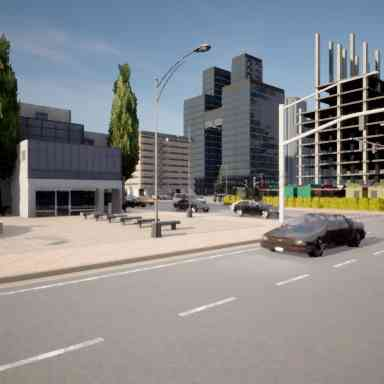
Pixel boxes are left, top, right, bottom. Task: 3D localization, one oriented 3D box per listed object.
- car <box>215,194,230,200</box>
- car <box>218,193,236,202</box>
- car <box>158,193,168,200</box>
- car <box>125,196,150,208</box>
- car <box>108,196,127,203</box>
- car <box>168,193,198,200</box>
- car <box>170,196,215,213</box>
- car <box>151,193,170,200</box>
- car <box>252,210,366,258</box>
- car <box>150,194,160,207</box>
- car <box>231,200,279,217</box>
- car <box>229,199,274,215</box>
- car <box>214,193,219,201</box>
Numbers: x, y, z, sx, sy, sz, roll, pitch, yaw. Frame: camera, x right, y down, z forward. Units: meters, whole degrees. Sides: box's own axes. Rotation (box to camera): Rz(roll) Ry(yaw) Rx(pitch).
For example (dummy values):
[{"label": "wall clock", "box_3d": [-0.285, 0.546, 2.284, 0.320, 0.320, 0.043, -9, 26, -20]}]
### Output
[{"label": "car", "box_3d": [8.692, 1.395, 94.193, 3.806, 1.475, 1.970, 0, 0, -40]}, {"label": "car", "box_3d": [7.941, 1.395, 67.807, 3.806, 1.475, 1.970, 0, 0, -40]}, {"label": "car", "box_3d": [-6.472, 1.156, 85.110, 3.866, 1.878, 1.905, 0, 0, -40]}, {"label": "car", "box_3d": [-8.429, 1.601, 47.417, 1.895, 1.301, 4.718, 0, 0, -38]}, {"label": "car", "box_3d": [-15.078, 1.503, 67.458, 1.837, 1.490, 4.892, 0, -1, -38]}, {"label": "car", "box_3d": [-0.320, 1.223, 42.766, 2.150, 2.045, 5.566, 0, 0, -38]}, {"label": "car", "box_3d": [-0.014, 1.503, 36.727, 1.837, 1.490, 4.892, 0, 0, -38]}, {"label": "car", "box_3d": [-8.280, 1.153, 87.371, 4.605, 1.855, 1.932, 0, 0, -40]}, {"label": "car", "box_3d": [4.959, 1.547, 13.049, 5.357, 1.411, 2.033, 0, 0, -41]}, {"label": "car", "box_3d": [-7.462, 1.478, 51.863, 1.882, 1.535, 5.008, 0, 0, -38]}, {"label": "car", "box_3d": [5.810, 1.491, 29.340, 2.128, 1.511, 4.902, 0, 0, -38]}, {"label": "car", "box_3d": [6.115, 1.526, 34.639, 1.812, 1.442, 4.674, 0, 0, -38]}, {"label": "car", "box_3d": [6.099, 1.156, 70.041, 3.866, 1.878, 1.905, 0, 0, -40]}]
